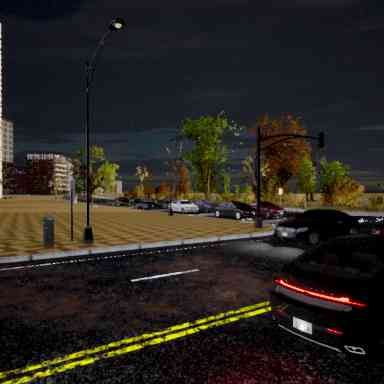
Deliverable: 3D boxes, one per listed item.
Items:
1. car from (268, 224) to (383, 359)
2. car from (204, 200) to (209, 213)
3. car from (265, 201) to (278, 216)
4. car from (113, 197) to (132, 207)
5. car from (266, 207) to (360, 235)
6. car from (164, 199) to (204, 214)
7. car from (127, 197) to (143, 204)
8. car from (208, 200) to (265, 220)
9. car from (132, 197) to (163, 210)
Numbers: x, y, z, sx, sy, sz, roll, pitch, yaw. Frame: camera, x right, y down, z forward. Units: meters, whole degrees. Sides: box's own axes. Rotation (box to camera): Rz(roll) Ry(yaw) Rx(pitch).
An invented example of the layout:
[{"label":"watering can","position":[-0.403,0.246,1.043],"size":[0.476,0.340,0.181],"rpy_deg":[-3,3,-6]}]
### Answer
[{"label":"car","position":[3.452,1.504,5.733],"size":[4.892,1.490,1.837],"rpy_deg":[0,0,-34]},{"label":"car","position":[1.511,1.618,39.111],"size":[2.033,1.411,5.357],"rpy_deg":[0,0,-32]},{"label":"car","position":[6.597,1.573,30.849],"size":[1.812,1.442,4.674],"rpy_deg":[0,0,-30]},{"label":"car","position":[-11.679,1.628,54.977],"size":[1.837,1.490,4.892],"rpy_deg":[0,0,-30]},{"label":"car","position":[5.884,1.524,15.375],"size":[4.674,1.442,1.812],"rpy_deg":[0,0,-33]},{"label":"car","position":[-1.007,1.607,37.004],"size":[1.812,1.442,4.674],"rpy_deg":[0,0,-31]},{"label":"car","position":[-11.849,1.681,68.807],"size":[1.994,1.385,4.181],"rpy_deg":[0,0,-29]},{"label":"car","position":[3.795,1.564,29.216],"size":[1.837,1.490,4.892],"rpy_deg":[0,0,-32]},{"label":"car","position":[-6.189,1.667,45.535],"size":[1.994,1.385,4.181],"rpy_deg":[0,0,-31]}]
